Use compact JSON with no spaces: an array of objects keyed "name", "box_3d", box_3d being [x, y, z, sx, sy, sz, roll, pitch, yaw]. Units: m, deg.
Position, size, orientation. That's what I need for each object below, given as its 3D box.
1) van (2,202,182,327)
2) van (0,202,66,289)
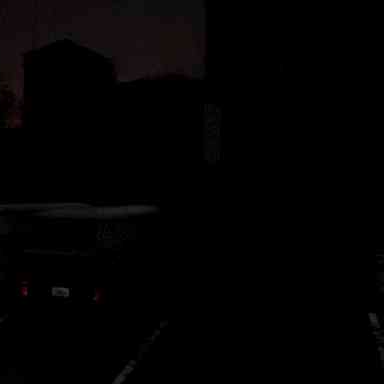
[{"name":"van","box_3d":[-1.516,1.276,7.134,1.878,1.987,4.442,0,-1,12]},{"name":"van","box_3d":[-4.054,1.273,8.734,1.878,1.987,4.442,0,-1,12]}]
